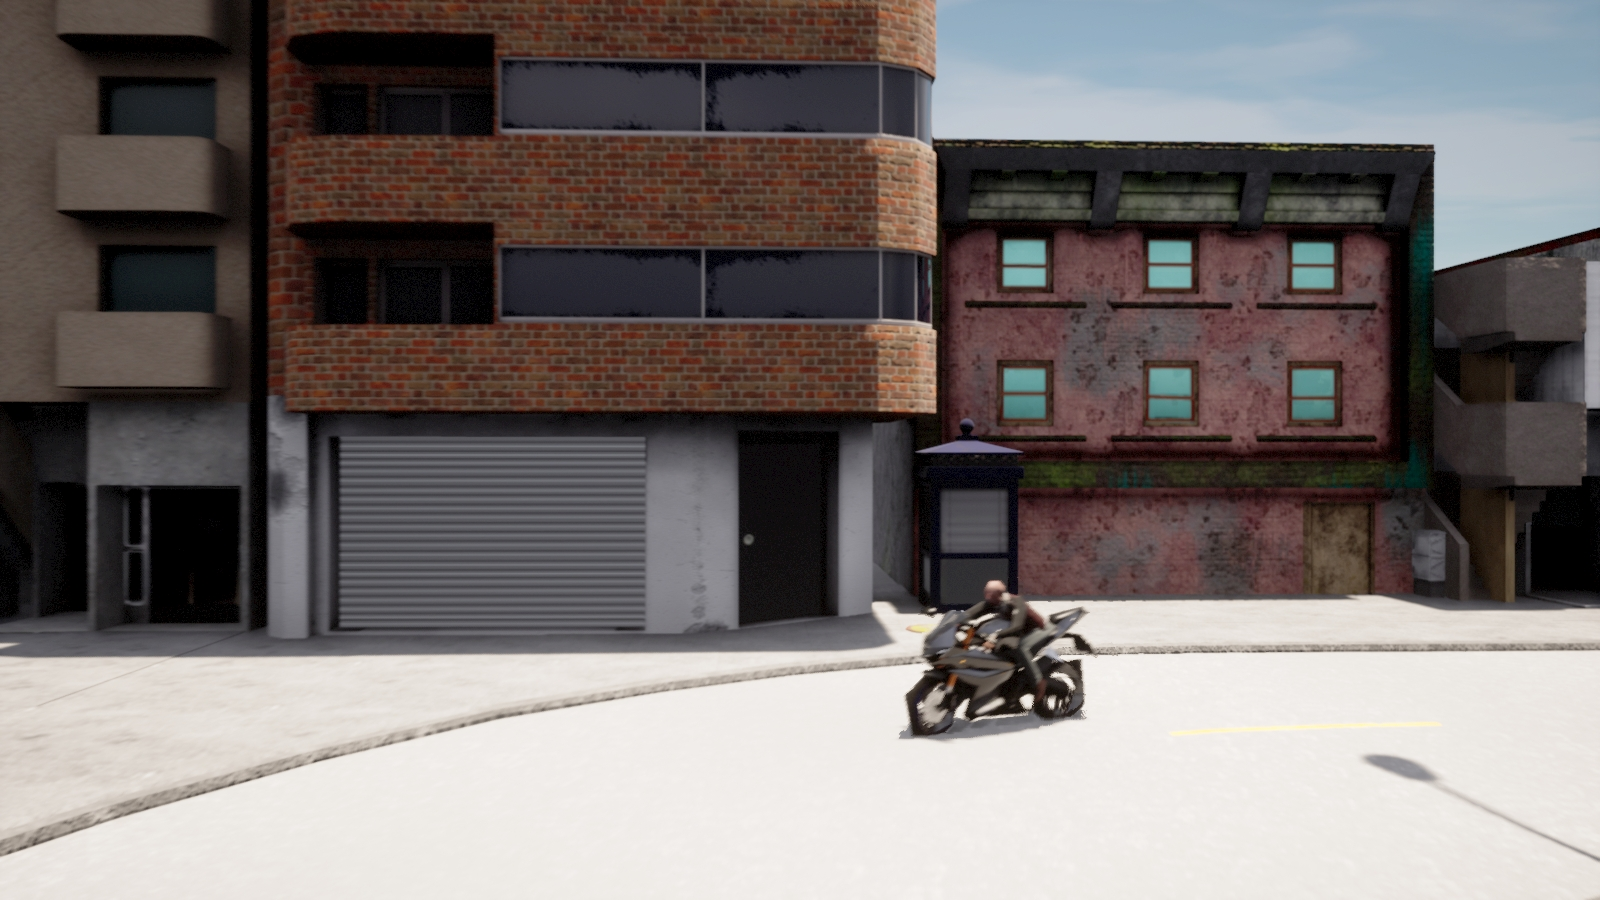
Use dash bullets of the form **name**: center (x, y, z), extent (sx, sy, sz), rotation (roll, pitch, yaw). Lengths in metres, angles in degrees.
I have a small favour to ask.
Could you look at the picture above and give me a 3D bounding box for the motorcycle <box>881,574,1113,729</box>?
- **motorcycle**: center (2.007, 1.989, 11.595), extent (2.209, 1.251, 0.867), rotation (0, 2, -26)
